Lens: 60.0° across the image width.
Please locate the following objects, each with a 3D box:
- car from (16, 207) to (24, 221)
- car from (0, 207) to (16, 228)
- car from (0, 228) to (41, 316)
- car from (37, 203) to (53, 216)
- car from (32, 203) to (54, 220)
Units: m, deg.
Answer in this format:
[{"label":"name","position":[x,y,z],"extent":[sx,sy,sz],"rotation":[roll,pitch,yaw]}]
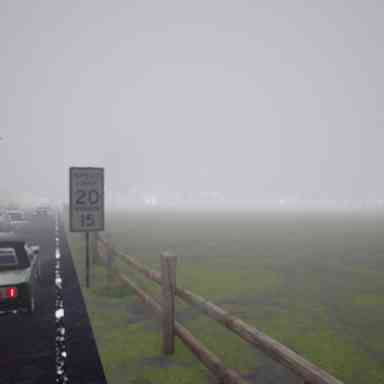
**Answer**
[{"label":"car","position":[-18.409,2.206,34.085],"extent":[1.994,1.385,4.181],"rotation":[0,-1,-22]},{"label":"car","position":[-14.399,2.010,24.179],"extent":[2.033,1.411,5.357],"rotation":[0,-1,-23]},{"label":"car","position":[-4.419,1.728,7.334],"extent":[1.895,1.301,4.718],"rotation":[0,-1,-22]},{"label":"car","position":[-19.742,2.315,44.721],"extent":[1.837,1.490,4.892],"rotation":[0,-1,-22]},{"label":"car","position":[-15.866,2.185,35.386],"extent":[2.033,1.411,5.357],"rotation":[0,-1,-22]}]
